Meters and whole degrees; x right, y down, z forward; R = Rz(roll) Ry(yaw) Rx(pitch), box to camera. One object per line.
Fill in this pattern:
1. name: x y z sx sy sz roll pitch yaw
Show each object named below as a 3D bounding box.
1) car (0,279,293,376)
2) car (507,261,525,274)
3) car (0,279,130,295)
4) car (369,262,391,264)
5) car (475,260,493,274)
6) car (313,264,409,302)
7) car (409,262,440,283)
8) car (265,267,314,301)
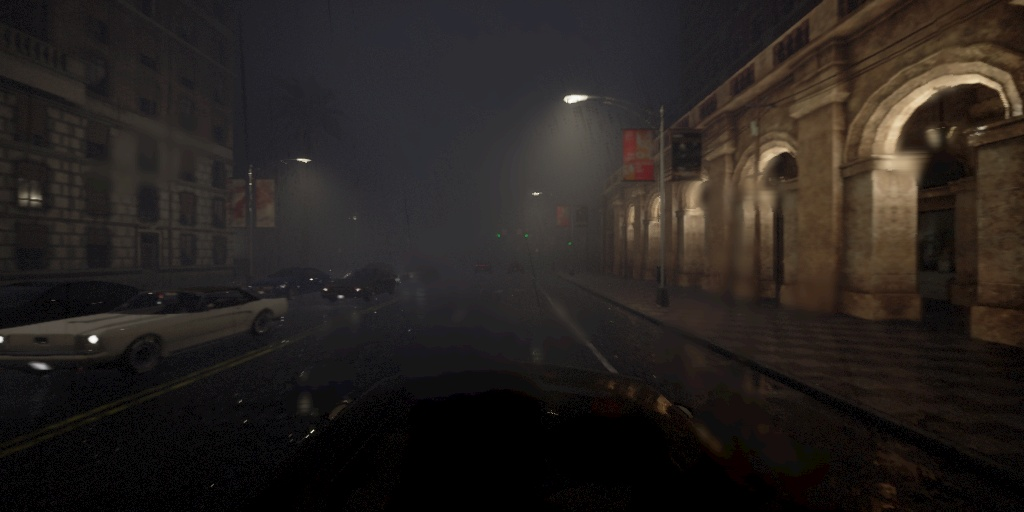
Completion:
1. car: -7.095 1.351 7.602 1.895 1.301 4.718 0 0 0
2. car: 0.525 1.274 41.659 1.812 1.442 4.674 0 0 3
3. car: -10.591 1.276 8.123 1.812 1.442 4.674 0 0 0
4. car: -10.371 1.254 27.734 1.837 1.490 4.892 0 0 1
5. car: -3.169 1.240 41.131 2.128 1.511 4.902 0 0 1
6. car: -7.021 1.297 17.454 2.033 1.411 5.357 0 0 1
7. car: -6.872 1.241 27.615 2.128 1.511 4.902 0 0 1
8. car: -10.522 1.276 17.429 1.812 1.442 4.674 0 0 1
